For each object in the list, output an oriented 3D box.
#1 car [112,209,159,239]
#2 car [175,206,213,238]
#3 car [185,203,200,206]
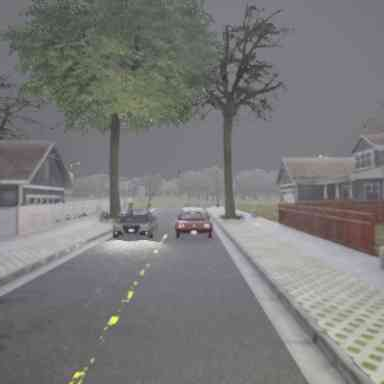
[{"bbox_3d":[-2.855,1.621,17.618,1.994,1.385,4.181,0,0,0],"label":"car"},{"bbox_3d":[0.093,1.661,18.115,1.895,1.301,4.718,0,0,0],"label":"car"},{"bbox_3d":[0.088,1.805,35.172,1.895,1.301,4.718,0,-1,0],"label":"car"}]
